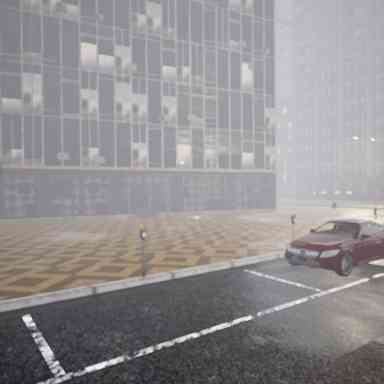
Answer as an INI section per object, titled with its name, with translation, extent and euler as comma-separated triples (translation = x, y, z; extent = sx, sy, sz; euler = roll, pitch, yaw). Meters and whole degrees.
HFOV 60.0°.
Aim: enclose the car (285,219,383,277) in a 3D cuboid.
[car]
translation = 4.559, 1.469, 9.828
extent = 4.206, 1.307, 1.802
euler = -1, 1, -36
